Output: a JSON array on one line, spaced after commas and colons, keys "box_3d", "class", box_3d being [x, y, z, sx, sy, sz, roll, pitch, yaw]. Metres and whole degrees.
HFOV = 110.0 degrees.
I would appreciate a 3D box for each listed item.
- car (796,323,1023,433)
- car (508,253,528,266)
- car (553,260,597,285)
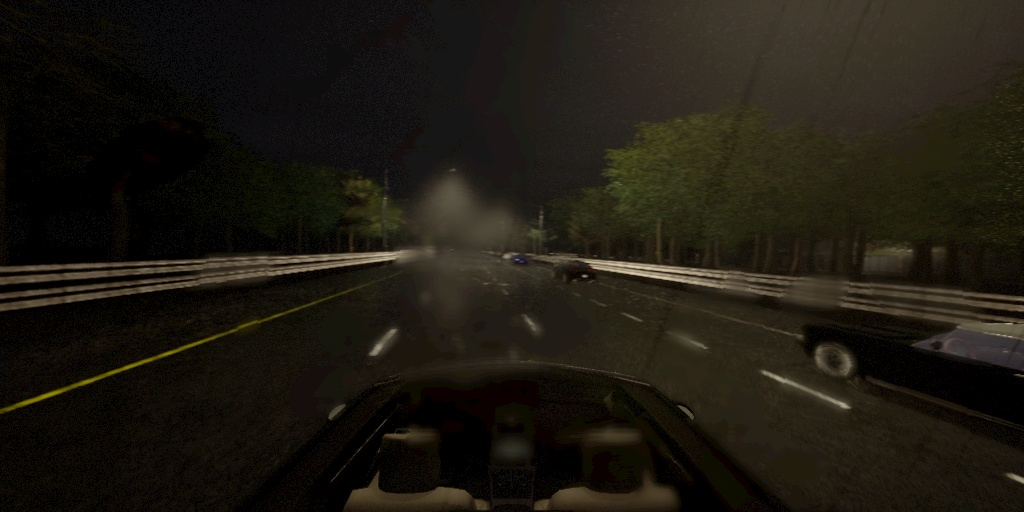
[{"box_3d": [6.502, 1.532, 4.628, 1.895, 1.301, 4.718, 2, 1, -7], "class": "car"}, {"box_3d": [1.049, 0.574, 50.183, 1.812, 1.442, 4.674, 2, 1, -7], "class": "car"}, {"box_3d": [4.146, 1.029, 24.339, 1.882, 1.535, 5.008, 2, 1, -7], "class": "car"}]
